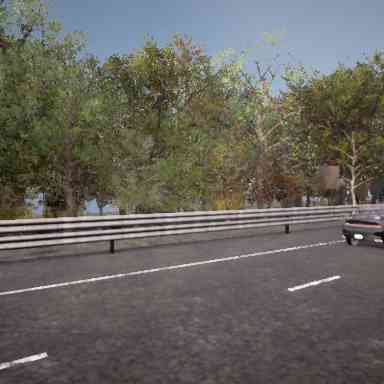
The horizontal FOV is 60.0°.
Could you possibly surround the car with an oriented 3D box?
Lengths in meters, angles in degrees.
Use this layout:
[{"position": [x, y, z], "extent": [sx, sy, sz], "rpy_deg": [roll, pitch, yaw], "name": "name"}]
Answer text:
[{"position": [8.375, 1.507, 14.235], "extent": [4.902, 1.511, 2.128], "rpy_deg": [0, 0, -36], "name": "car"}]
